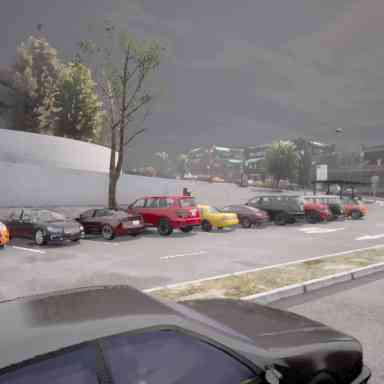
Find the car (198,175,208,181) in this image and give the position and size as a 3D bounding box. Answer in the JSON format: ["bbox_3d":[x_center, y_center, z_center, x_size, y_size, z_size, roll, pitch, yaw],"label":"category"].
[{"bbox_3d":[4.991,-3.697,89.551,2.435,2.045,5.566,7,3,34],"label":"car"}]

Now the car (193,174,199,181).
[{"bbox_3d":[3.193,-3.849,92.015,2.185,1.767,4.553,6,3,34],"label":"car"}]

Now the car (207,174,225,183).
[{"bbox_3d":[6.845,-3.175,87.294,1.946,1.575,5.366,7,3,34],"label":"car"}]

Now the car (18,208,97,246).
[{"bbox_3d":[-6.985,1.495,15.237,4.892,1.521,2.231,-1,-1,34],"label":"car"}]

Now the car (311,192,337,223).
[{"bbox_3d":[7.733,1.268,25.666,5.566,2.045,2.435,-1,-1,35],"label":"car"}]

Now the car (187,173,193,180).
[{"bbox_3d":[1.460,-4.084,94.482,2.185,1.767,4.553,4,1,33],"label":"car"}]

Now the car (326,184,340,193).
[{"bbox_3d":[25.834,-0.425,60.076,2.435,2.045,5.566,7,3,35],"label":"car"}]

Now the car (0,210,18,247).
[{"bbox_3d":[-9.449,1.367,13.509,4.553,1.767,2.185,-1,-1,34],"label":"car"}]

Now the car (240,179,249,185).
[{"bbox_3d":[13.706,-2.042,77.331,2.002,1.452,4.674,7,3,35],"label":"car"}]

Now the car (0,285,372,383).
[{"bbox_3d":[-0.785,1.548,2.576,5.357,1.411,2.033,0,0,-36],"label":"car"}]

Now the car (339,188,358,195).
[{"bbox_3d":[27.528,0.138,57.606,2.002,1.452,4.674,7,3,35],"label":"car"}]

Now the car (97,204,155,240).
[{"bbox_3d":[-4.567,1.525,16.987,4.792,1.488,2.163,-1,-1,34],"label":"car"}]

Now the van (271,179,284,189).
[{"bbox_3d":[18.851,-1.489,69.815,1.878,1.987,4.442,7,4,35],"label":"van"}]

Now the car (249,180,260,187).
[{"bbox_3d":[15.540,-1.811,75.013,1.946,1.575,5.366,7,3,35],"label":"car"}]

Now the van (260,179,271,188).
[{"bbox_3d":[17.118,-1.763,72.284,1.878,1.987,4.442,7,4,35],"label":"van"}]

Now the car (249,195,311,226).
[{"bbox_3d":[5.222,1.264,23.958,5.566,2.045,2.435,-1,-1,35],"label":"car"}]

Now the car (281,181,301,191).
[{"bbox_3d":[20.614,-0.991,67.455,2.231,1.521,4.892,7,3,35],"label":"car"}]

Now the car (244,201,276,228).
[{"bbox_3d":[2.797,1.550,22.197,4.674,1.452,2.002,-1,-1,35],"label":"car"}]

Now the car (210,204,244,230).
[{"bbox_3d":[0.193,1.504,20.566,5.366,1.575,1.946,-1,-1,34],"label":"car"}]

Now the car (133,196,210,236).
[{"bbox_3d":[-2.125,1.249,18.736,5.566,2.045,2.435,-1,-1,34],"label":"car"}]

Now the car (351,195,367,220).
[{"bbox_3d":[12.676,1.404,29.093,4.553,1.767,2.185,-1,-1,35],"label":"car"}]

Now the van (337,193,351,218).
[{"bbox_3d":[10.269,1.298,27.340,4.442,1.987,1.878,-1,-1,35],"label":"van"}]

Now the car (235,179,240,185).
[{"bbox_3d":[11.960,-2.316,79.791,2.002,1.452,4.674,7,3,35],"label":"car"}]
